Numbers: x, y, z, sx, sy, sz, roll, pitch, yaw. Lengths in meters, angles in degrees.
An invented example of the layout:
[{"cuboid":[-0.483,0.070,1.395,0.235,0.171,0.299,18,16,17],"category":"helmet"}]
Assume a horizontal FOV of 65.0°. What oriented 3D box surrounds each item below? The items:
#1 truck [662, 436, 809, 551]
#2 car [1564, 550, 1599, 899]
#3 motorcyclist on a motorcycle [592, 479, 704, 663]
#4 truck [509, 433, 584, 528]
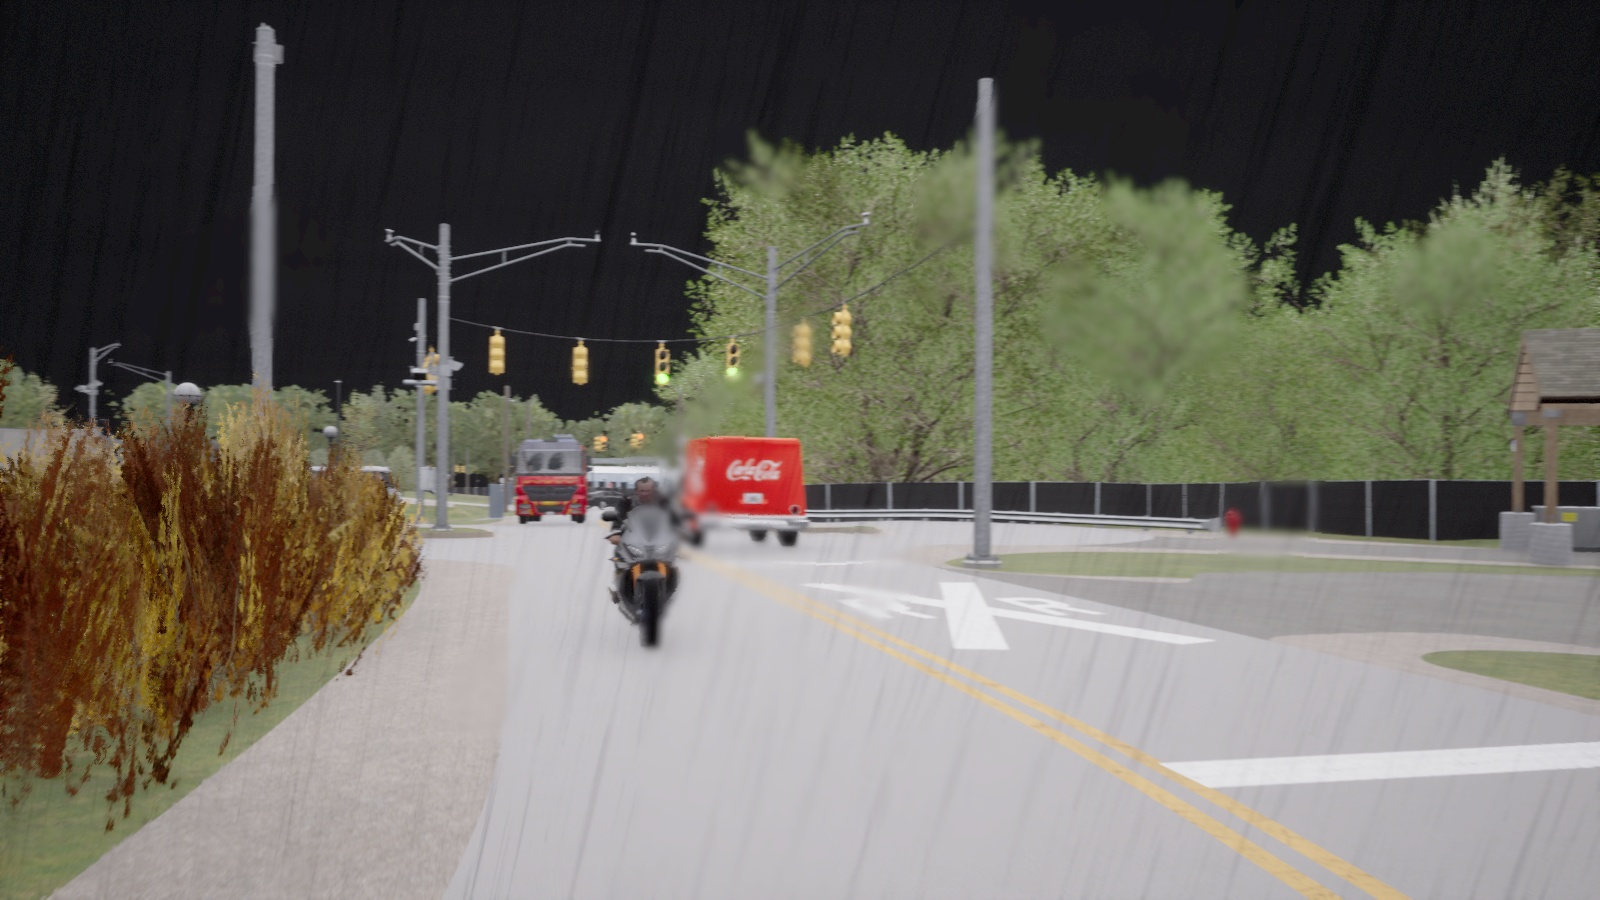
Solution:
[{"cuboid":[-1.662,1.039,29.687,2.627,2.467,5.204,0,-2,-13],"category":"truck"},{"cuboid":[3.456,0.922,1.653,1.895,1.301,4.718,0,-1,-2],"category":"car"},{"cuboid":[-1.462,1.044,11.735,0.866,1.530,2.191,0,-1,-11],"category":"motorcyclist on a motorcycle"},{"cuboid":[-11.106,1.400,55.755,2.891,3.827,8.468,-1,-2,-9],"category":"truck"}]
